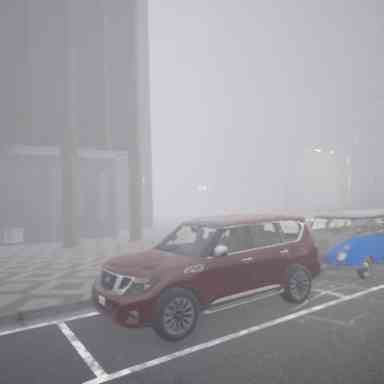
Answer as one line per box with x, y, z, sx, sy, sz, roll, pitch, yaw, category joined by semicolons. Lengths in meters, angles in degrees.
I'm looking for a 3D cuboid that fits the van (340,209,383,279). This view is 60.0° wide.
5.155;1.425;10.035;3.998;1.788;1.690;-1;-2;-34;van

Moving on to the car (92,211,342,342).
0.584;1.449;6.931;5.009;1.841;2.192;-1;-2;-34;car
